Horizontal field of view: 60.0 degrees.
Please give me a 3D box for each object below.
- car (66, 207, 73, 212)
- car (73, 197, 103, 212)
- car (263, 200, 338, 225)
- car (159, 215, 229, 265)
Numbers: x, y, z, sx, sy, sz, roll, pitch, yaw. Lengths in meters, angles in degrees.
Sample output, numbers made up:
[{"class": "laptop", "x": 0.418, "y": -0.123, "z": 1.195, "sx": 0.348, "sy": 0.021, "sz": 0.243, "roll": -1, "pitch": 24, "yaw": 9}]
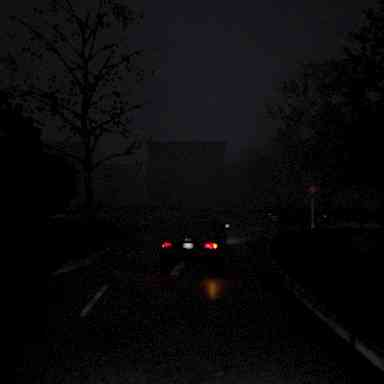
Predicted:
[{"class": "car", "x": -15.029, "y": 1.583, "z": 39.342, "sx": 2.097, "sy": 1.535, "sz": 5.008, "roll": -1, "pitch": 0, "yaw": -2}, {"class": "car", "x": -11.998, "y": 1.390, "z": 39.430, "sx": 2.185, "sy": 1.767, "sz": 4.553, "roll": -1, "pitch": 0, "yaw": -2}, {"class": "car", "x": 7.424, "y": 1.340, "z": 23.030, "sx": 5.008, "sy": 1.535, "sz": 1.882, "roll": 0, "pitch": 0, "yaw": 37}, {"class": "car", "x": 0.245, "y": 1.500, "z": 11.571, "sx": 2.033, "sy": 1.411, "sz": 5.357, "roll": 0, "pitch": 0, "yaw": 8}]
